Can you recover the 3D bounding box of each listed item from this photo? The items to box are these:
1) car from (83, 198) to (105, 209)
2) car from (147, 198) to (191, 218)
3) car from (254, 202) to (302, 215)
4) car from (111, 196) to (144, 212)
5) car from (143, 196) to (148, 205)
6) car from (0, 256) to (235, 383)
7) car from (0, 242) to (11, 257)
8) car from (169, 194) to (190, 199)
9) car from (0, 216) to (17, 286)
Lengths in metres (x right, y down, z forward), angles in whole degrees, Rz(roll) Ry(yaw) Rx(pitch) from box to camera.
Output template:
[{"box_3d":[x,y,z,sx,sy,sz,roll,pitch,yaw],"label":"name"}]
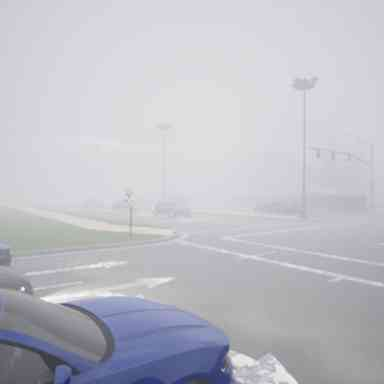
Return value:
[{"box_3d":[-14.290,1.603,48.376,2.128,1.511,4.902,0,0,-36],"label":"car"},{"box_3d":[-1.989,1.617,31.567,1.837,1.490,4.892,0,0,-36],"label":"car"},{"box_3d":[9.247,1.738,36.034,2.033,1.411,5.357,0,0,-36],"label":"car"},{"box_3d":[-8.136,1.603,39.949,2.128,1.511,4.902,0,0,-36],"label":"car"},{"box_3d":[-10.124,1.542,62.536,2.097,1.767,4.553,0,0,-36],"label":"car"},{"box_3d":[-1.892,1.476,2.410,5.008,1.535,1.882,0,0,-35],"label":"car"},{"box_3d":[-4.559,1.557,4.809,4.181,1.385,1.994,0,0,-35],"label":"car"},{"box_3d":[-2.544,1.434,58.045,2.150,2.045,5.566,0,0,-36],"label":"car"},{"box_3d":[-6.881,1.469,7.455,5.008,1.535,1.882,0,0,-35],"label":"car"}]
